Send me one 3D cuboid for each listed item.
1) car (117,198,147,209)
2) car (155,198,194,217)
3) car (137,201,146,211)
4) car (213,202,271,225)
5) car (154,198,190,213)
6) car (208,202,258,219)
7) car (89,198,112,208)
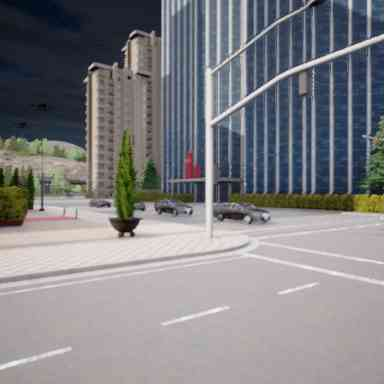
[{"bbox_3d":[-8.678,1.591,47.789,2.033,1.411,5.357,0,0,-36],"label":"car"},{"bbox_3d":[-1.755,1.528,32.211,2.128,1.511,4.902,0,0,-36],"label":"car"},{"bbox_3d":[-7.209,1.541,39.761,1.837,1.490,4.892,0,0,-36],"label":"car"},{"bbox_3d":[3.654,1.529,24.742,2.128,1.511,4.902,0,0,-36],"label":"car"},{"bbox_3d":[-2.464,1.522,39.167,1.882,1.535,5.008,0,0,-36],"label":"car"},{"bbox_3d":[3.652,1.645,30.704,1.895,1.301,4.718,0,0,-36],"label":"car"},{"bbox_3d":[-13.408,1.584,48.391,2.033,1.411,5.357,0,0,-35],"label":"car"}]
